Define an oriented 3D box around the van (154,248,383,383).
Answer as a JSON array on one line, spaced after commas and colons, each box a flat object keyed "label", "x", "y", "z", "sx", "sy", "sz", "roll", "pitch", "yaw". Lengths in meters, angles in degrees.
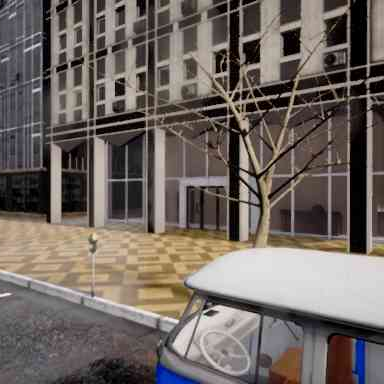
[{"label": "van", "x": 1.559, "y": 1.341, "z": 1.758, "sx": 3.998, "sy": 1.788, "sz": 1.690, "roll": 0, "pitch": 0, "yaw": 36}]
